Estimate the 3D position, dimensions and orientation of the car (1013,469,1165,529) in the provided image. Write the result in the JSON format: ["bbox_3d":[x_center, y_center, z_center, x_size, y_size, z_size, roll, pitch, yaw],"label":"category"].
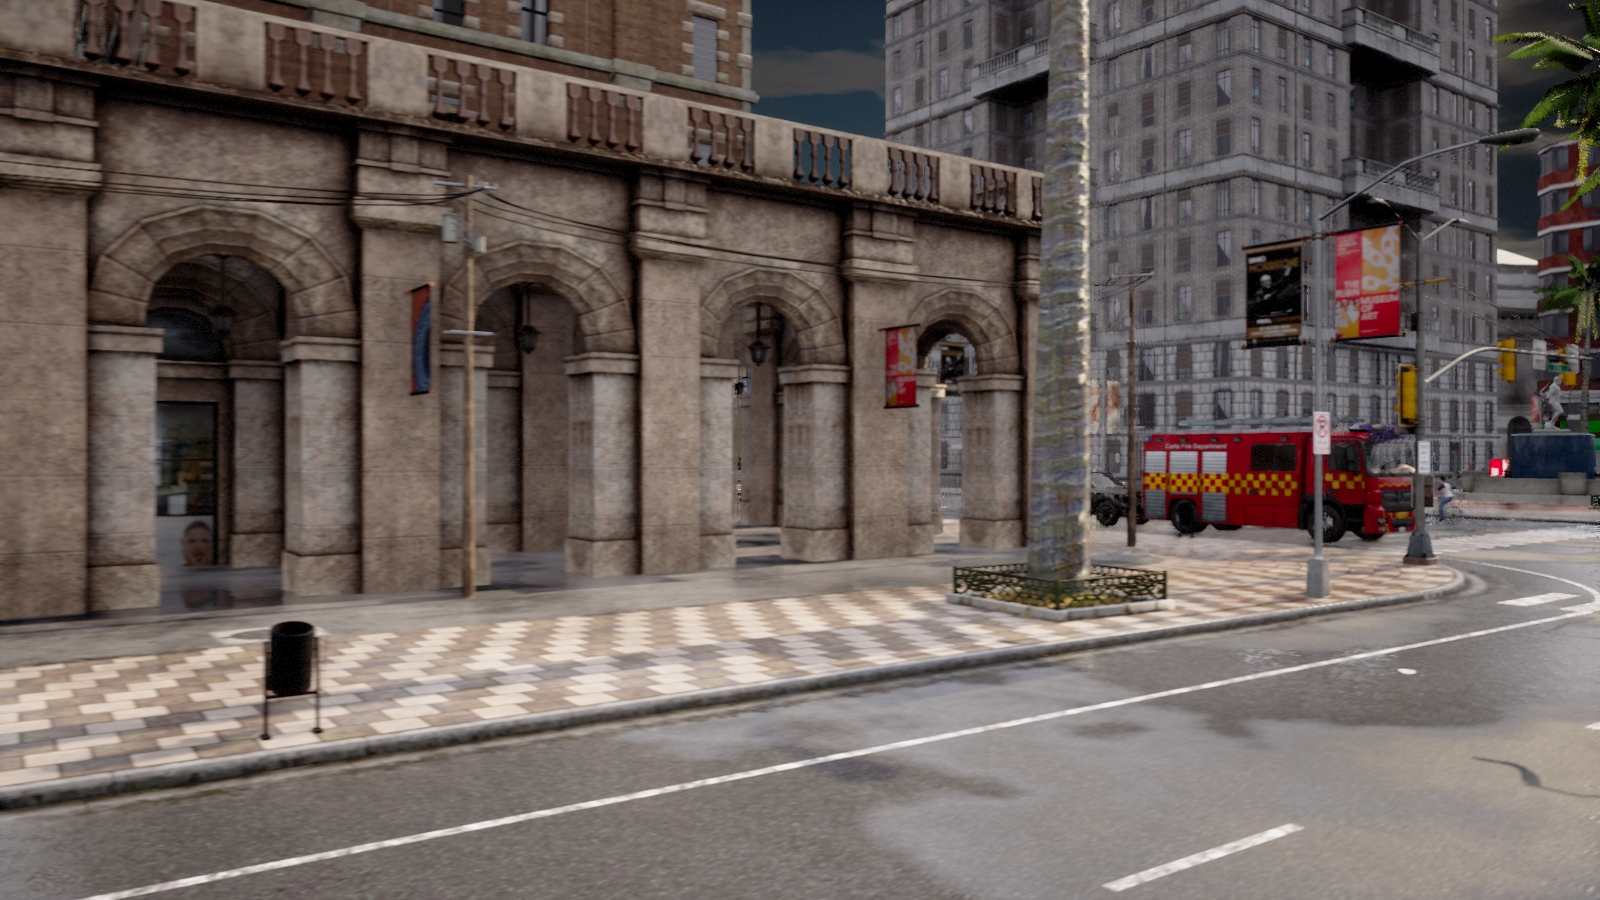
[{"bbox_3d":[10.927,1.780,43.659,2.150,2.045,5.566,0,0,-35],"label":"car"}]

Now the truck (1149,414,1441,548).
[{"bbox_3d":[15.743,0.891,37.140,2.891,3.827,8.468,0,0,-34],"label":"truck"}]

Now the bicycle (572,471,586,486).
[{"bbox_3d":[-17.131,2.210,88.544,0.329,1.171,1.835,0,0,-37],"label":"bicycle"}]

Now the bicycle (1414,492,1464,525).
[{"bbox_3d":[24.218,2.206,43.295,0.373,1.196,1.643,1,-1,-36],"label":"bicycle"}]
